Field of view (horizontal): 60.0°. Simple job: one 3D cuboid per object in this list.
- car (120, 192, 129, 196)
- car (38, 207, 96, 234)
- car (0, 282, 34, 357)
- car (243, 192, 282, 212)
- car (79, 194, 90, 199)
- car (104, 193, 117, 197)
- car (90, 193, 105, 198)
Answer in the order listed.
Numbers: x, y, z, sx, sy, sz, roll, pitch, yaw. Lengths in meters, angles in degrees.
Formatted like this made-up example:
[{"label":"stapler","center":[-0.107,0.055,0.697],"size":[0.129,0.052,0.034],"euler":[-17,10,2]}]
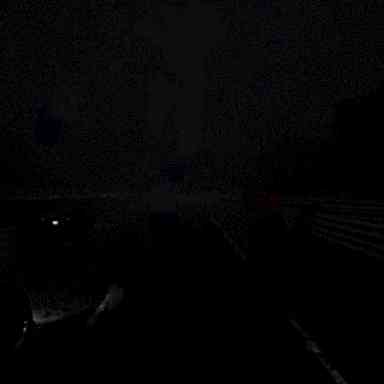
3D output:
[{"label":"car","center":[-17.451,1.399,87.439],"size":[1.837,1.490,4.892],"euler":[0,0,0]},{"label":"car","center":[-6.890,1.517,18.755],"size":[1.994,1.385,4.181],"euler":[0,0,0]},{"label":"car","center":[-3.398,1.554,3.366],"size":[1.994,1.385,4.181],"euler":[0,0,0]},{"label":"car","center":[7.519,1.063,36.002],"size":[2.150,2.045,5.566],"euler":[-2,0,-15]},{"label":"car","center":[-27.952,1.400,87.141],"size":[1.837,1.490,4.892],"euler":[0,0,0]},{"label":"car","center":[-20.951,1.424,87.441],"size":[1.812,1.442,4.674],"euler":[0,0,0]},{"label":"car","center":[-24.451,1.495,87.413],"size":[1.895,1.301,4.718],"euler":[0,0,0]}]
